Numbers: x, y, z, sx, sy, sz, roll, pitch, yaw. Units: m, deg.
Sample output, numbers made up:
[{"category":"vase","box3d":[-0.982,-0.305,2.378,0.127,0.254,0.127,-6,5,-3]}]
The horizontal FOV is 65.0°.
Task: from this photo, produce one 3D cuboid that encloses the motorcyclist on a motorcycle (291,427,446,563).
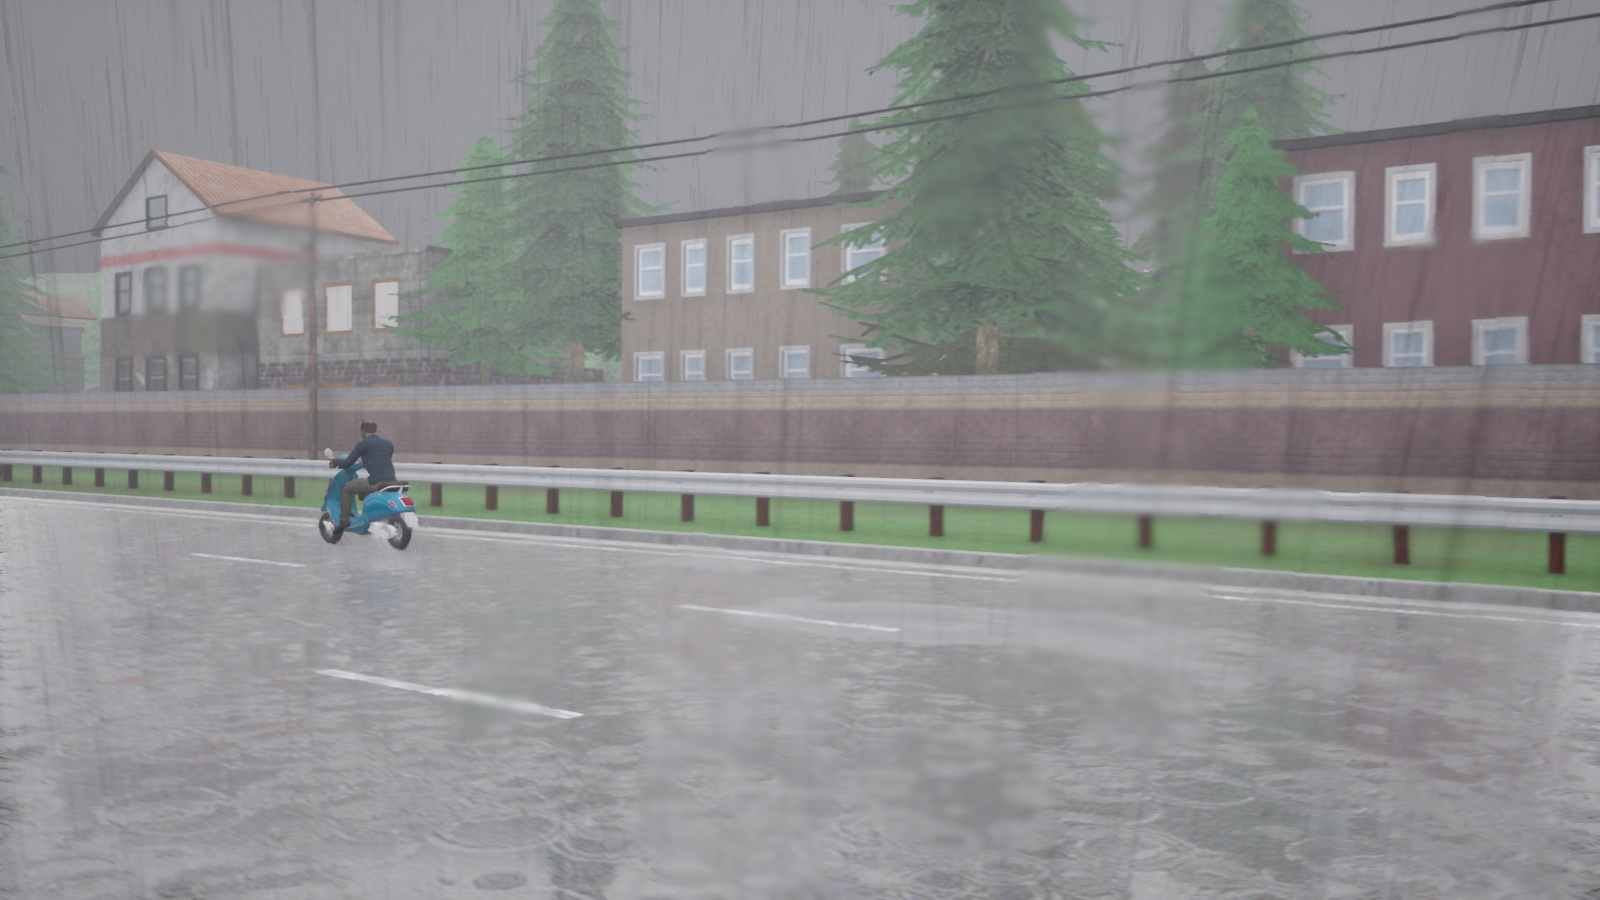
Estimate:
[{"category":"motorcyclist on a motorcycle","box3d":[-5.368,0.521,15.592,1.817,1.590,0.866,0,1,34]}]
